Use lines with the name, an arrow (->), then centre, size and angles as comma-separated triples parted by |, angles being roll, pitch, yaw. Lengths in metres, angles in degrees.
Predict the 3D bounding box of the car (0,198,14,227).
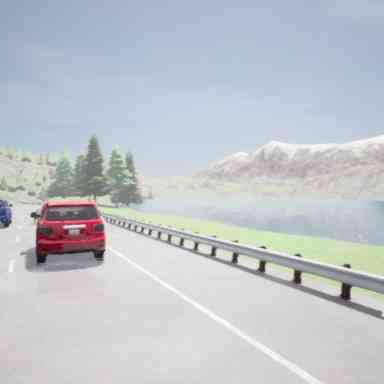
car -> -14.546, 1.493, 24.509 | 2.150, 2.045, 5.566 | 0, 0, -26

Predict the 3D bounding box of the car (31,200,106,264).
car -> -4.786, 1.337, 12.641 | 2.150, 2.045, 5.566 | 0, 0, -26
